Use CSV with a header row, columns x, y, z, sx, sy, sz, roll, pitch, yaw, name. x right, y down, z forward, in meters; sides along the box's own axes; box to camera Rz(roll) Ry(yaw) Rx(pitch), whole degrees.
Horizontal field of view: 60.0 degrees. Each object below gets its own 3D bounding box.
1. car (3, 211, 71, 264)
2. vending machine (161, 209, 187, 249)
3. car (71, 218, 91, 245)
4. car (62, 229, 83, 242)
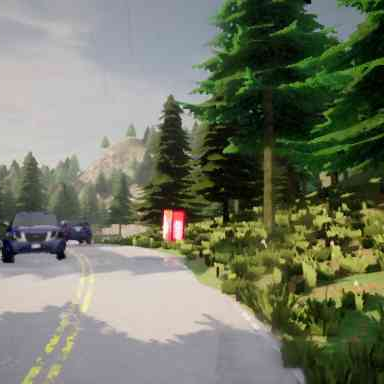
x,y,z,sx,sy,sz,roll,pitch,yaw,name
-6.927,1.860,14.687,2.150,2.045,5.566,1,-5,-26,car
-0.983,1.994,18.122,1.100,2.100,0.880,4,-4,-26,vending machine
-9.424,3.124,26.155,2.150,2.045,5.566,1,-7,-28,car
-14.427,5.247,40.390,1.812,1.442,4.674,0,-7,-11,car
